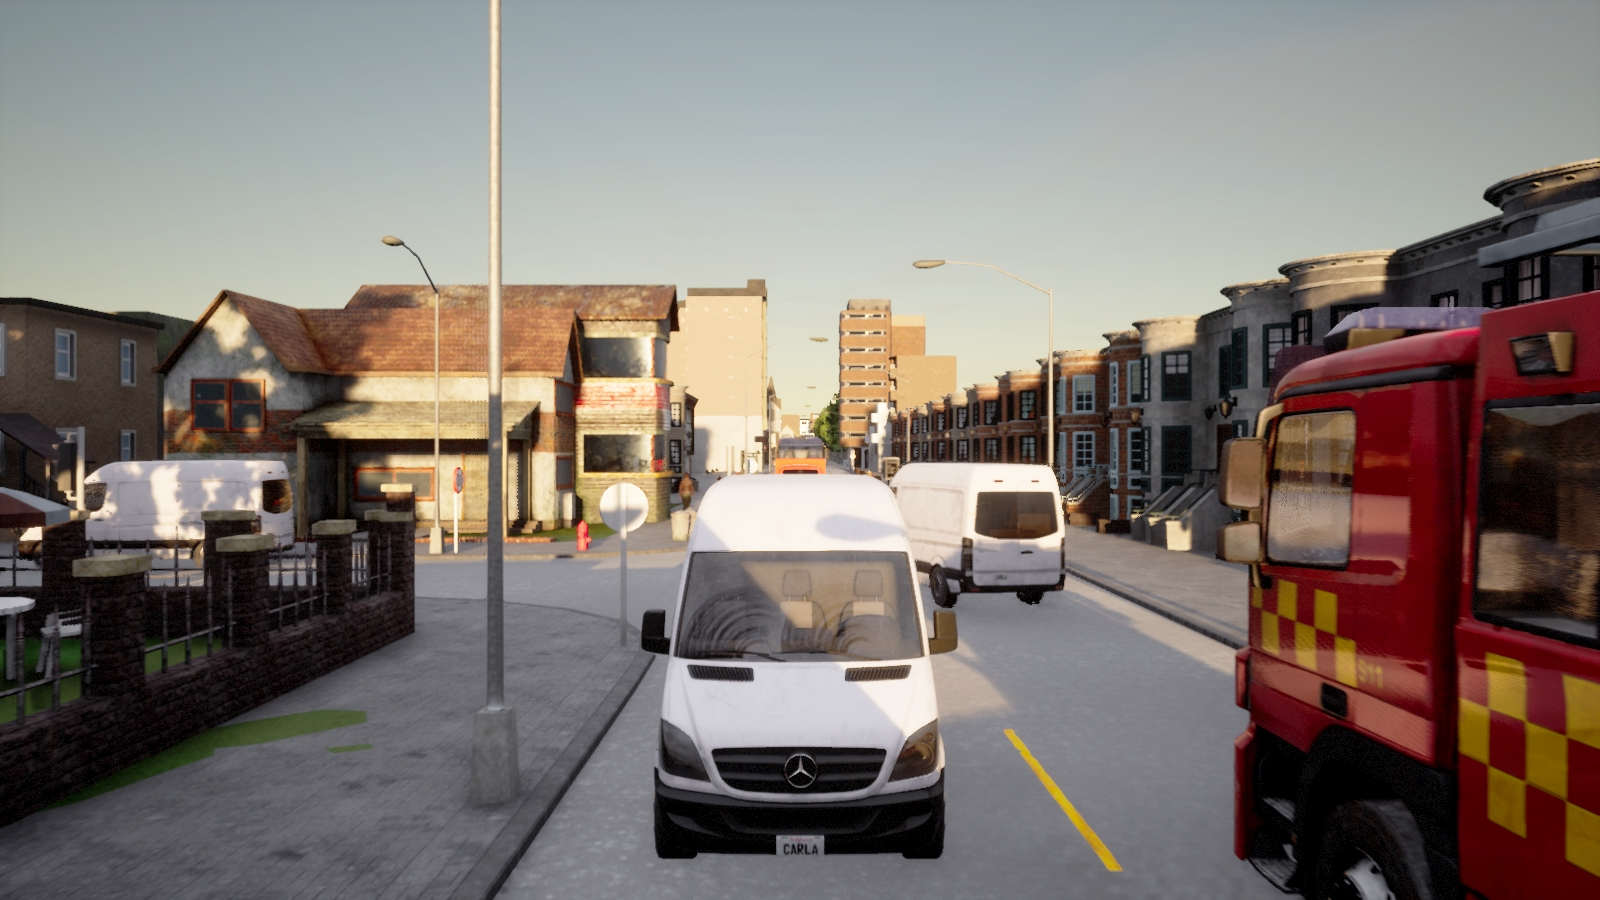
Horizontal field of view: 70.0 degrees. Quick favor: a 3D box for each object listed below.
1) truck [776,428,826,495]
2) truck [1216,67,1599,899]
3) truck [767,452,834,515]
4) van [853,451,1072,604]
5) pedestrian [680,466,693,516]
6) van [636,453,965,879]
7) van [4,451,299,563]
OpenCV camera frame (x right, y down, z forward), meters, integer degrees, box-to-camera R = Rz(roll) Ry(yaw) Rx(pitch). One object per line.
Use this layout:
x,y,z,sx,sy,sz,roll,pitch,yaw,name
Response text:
0.037,0.668,70.117,2.891,3.827,8.468,0,0,0,truck
4.047,0.671,2.821,2.891,3.827,8.468,0,0,0,truck
0.011,1.360,47.713,2.627,2.467,5.204,0,-1,0,truck
2.936,1.315,22.344,1.988,2.561,5.915,1,0,-16,van
-4.238,1.526,42.520,0.375,1.860,0.375,0,0,16,pedestrian
0.002,1.314,9.875,1.988,2.561,5.915,0,0,0,van
-15.339,1.314,27.253,5.915,2.561,1.988,0,0,0,van
